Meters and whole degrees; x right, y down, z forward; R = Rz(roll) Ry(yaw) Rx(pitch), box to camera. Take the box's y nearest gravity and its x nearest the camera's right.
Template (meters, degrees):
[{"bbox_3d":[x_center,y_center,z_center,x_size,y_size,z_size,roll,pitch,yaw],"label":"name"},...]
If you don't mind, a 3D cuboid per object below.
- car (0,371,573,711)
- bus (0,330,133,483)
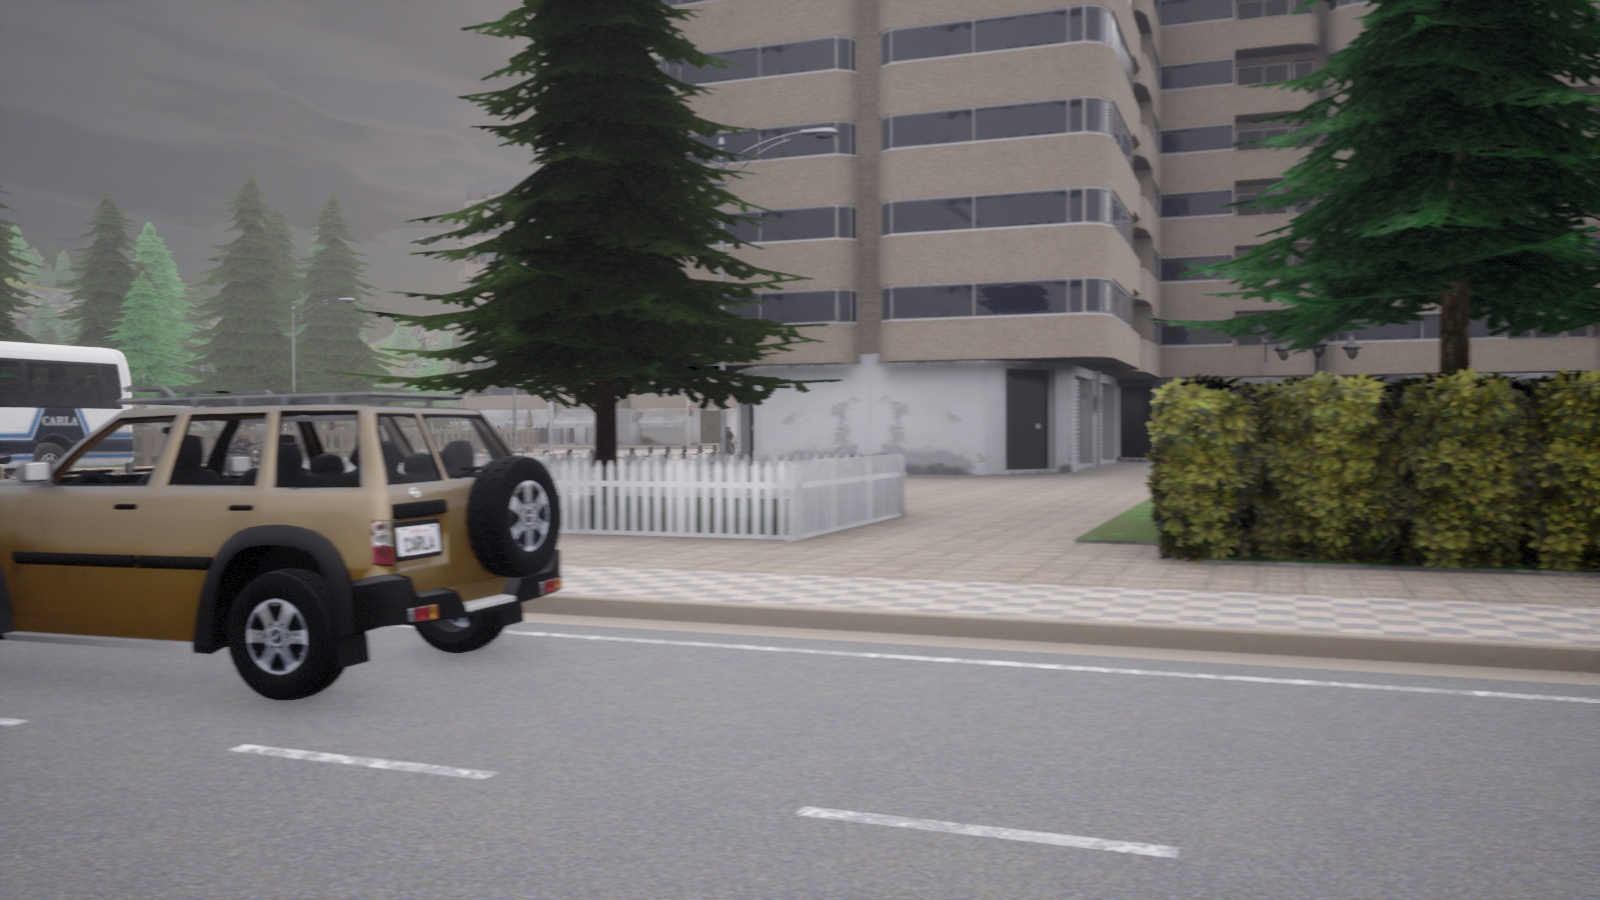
[{"bbox_3d":[-4.068,0.485,8.573,4.605,1.855,1.932,0,1,21],"label":"car"},{"bbox_3d":[-24.462,-1.215,35.004,3.944,4.253,10.273,1,1,21],"label":"bus"}]
